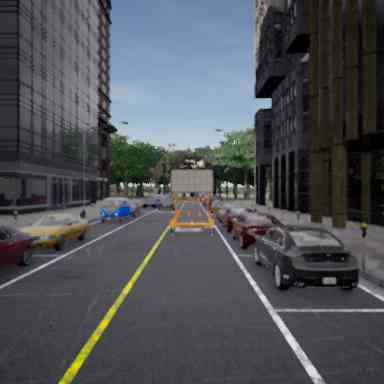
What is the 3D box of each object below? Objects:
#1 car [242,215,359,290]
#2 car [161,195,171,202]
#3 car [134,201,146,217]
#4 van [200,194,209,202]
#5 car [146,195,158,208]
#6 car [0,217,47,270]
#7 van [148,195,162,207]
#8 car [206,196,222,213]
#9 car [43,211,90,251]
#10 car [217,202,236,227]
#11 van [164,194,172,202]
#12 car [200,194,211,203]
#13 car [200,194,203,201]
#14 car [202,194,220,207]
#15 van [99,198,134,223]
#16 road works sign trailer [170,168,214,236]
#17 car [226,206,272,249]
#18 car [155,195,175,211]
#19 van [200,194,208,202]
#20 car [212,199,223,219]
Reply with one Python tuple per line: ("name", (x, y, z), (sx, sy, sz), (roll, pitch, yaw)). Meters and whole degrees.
("car", (2.764, 1.545, 8.867), (2.008, 1.369, 4.403), (0, 0, 0))
("car", (-5.744, 1.421, 74.120), (1.967, 1.590, 4.097), (0, 0, 0))
("car", (-5.755, 1.536, 30.620), (2.008, 1.369, 4.403), (0, 0, 0))
("van", (2.781, 1.321, 74.118), (1.690, 1.788, 3.998), (0, 0, 0))
("car", (-5.751, 1.547, 46.933), (1.947, 1.339, 4.313), (0, 0, 0))
("car", (-5.761, 1.577, 8.870), (1.802, 1.307, 4.206), (0, 0, 0))
("van", (-5.750, 1.321, 52.370), (1.690, 1.788, 3.998), (0, 0, 0))
("car", (2.772, 1.508, 36.225), (1.752, 1.417, 4.829), (0, 0, 0))
("car", (-5.759, 1.518, 14.137), (1.752, 1.417, 4.829), (0, 0, 0))
("car", (2.767, 1.534, 19.743), (1.887, 1.381, 4.507), (0, 0, 0))
("van", (-5.743, 1.323, 79.558), (1.690, 1.788, 3.998), (0, 0, 0))
("car", (2.780, 1.295, 68.681), (2.192, 1.841, 5.009), (0, 0, 0))
("car", (2.777, 1.524, 57.806), (1.887, 1.381, 4.507), (0, 0, 0))
("car", (2.773, 1.296, 41.493), (2.192, 1.841, 5.009), (0, 0, 0))
("van", (-5.757, 1.329, 25.182), (1.690, 1.788, 3.998), (0, 0, 0))
("road works sign trailer", (0.005, 0.454, 18.447), (2.380, 3.560, 2.880), (0, 0, 0))
("car", (2.766, 1.537, 14.305), (1.887, 1.381, 4.507), (0, 0, 0))
("car", (-3.078, 1.488, 41.189), (1.837, 1.490, 4.892), (0, 0, 0))
("van", (2.783, 1.322, 79.556), (1.690, 1.788, 3.998), (0, 0, 0))
("car", (2.769, 1.512, 25.350), (1.752, 1.417, 4.829), (0, 0, 0))
